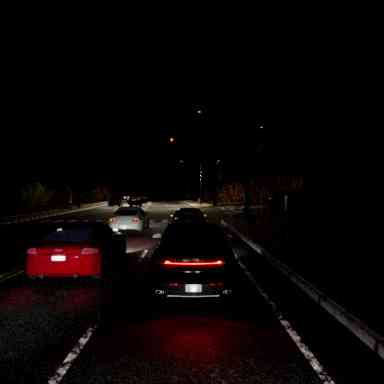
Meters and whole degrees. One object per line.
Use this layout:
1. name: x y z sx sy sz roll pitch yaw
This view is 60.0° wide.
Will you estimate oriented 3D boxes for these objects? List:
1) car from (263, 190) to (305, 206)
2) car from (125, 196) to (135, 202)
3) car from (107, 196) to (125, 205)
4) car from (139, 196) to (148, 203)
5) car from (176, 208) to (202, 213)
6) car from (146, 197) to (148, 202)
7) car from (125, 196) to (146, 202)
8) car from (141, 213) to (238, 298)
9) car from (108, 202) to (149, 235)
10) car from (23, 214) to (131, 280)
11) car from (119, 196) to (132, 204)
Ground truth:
1. car: 10.499 0.644 38.305 4.553 1.767 2.097 -2 0 -2
2. car: -14.846 1.751 79.454 1.994 1.385 4.181 0 0 -7
3. car: -12.129 1.615 52.938 1.812 1.442 4.674 0 0 -5
4. car: -11.582 1.723 79.551 2.128 1.511 4.902 0 0 -7
5. car: -0.180 1.561 17.899 2.033 1.411 5.357 0 0 -2
6. car: -10.058 1.703 66.213 1.994 1.385 4.181 0 0 -5
7. car: -8.813 1.578 52.273 2.128 1.511 4.902 0 0 -5
8. car: 0.013 1.509 8.491 1.837 1.490 4.892 0 0 0
9. car: -3.479 1.540 18.768 1.812 1.442 4.674 0 0 -3
10. car: -3.259 1.570 10.023 1.994 1.385 4.181 0 0 -1
11. car: -13.398 1.635 67.077 2.128 1.511 4.902 0 0 -6
